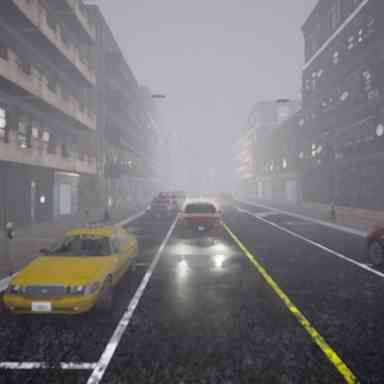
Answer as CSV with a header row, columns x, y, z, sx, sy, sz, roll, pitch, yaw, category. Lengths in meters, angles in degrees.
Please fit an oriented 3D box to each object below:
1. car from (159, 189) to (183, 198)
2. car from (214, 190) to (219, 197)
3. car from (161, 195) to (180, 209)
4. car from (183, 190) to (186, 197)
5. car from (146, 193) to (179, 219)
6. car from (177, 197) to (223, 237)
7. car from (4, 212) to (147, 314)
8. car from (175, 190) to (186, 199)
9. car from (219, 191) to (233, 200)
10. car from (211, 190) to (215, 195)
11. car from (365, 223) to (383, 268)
x,y,z,sx,sy,sz,roll,pitch,yaw,category
-2.243,0.865,30.238,2.192,1.841,5.009,0,1,0,car
6.252,0.521,69.663,1.887,1.381,4.507,0,1,0,car
-2.228,1.049,35.878,1.802,1.307,4.206,0,1,0,car
-2.160,0.447,58.417,2.192,1.841,5.009,0,1,0,car
-2.261,1.074,24.604,1.967,1.590,4.097,0,1,0,car
0.405,1.232,16.643,1.882,1.535,5.008,0,1,0,car
-2.311,1.410,7.527,1.752,1.417,4.829,0,1,0,car
-2.144,0.488,64.054,1.967,1.590,4.097,0,1,0,car
6.220,0.667,58.561,1.752,1.417,4.829,0,1,0,car
6.319,0.189,92.205,2.008,1.369,4.403,0,1,0,car
6.072,1.209,7.666,2.192,1.841,5.009,0,1,0,car
